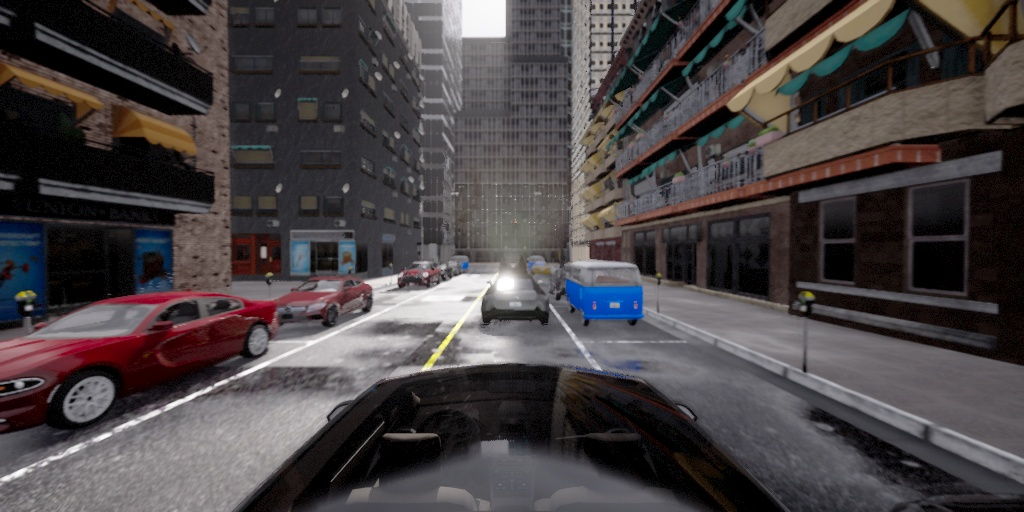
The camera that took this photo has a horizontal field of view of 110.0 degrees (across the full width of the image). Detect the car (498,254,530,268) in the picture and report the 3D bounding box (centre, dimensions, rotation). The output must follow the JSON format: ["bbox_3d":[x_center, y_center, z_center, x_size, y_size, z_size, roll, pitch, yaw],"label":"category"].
[{"bbox_3d":[0.086,0.834,28.952,2.150,2.045,5.566,0,0,0],"label":"car"}]

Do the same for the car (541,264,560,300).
[{"bbox_3d":[2.684,1.224,16.775,2.007,1.370,4.403,0,0,0],"label":"car"}]

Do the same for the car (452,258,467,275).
[{"bbox_3d":[-5.703,1.139,33.606,2.007,1.370,4.403,0,0,0],"label":"car"}]

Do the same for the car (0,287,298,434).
[{"bbox_3d":[-5.693,1.275,5.597,1.888,1.381,4.507,0,0,0],"label":"car"}]

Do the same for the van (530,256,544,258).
[{"bbox_3d":[2.676,0.902,39.182,1.690,1.789,3.998,0,0,0],"label":"van"}]

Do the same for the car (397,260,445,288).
[{"bbox_3d":[-5.699,1.084,22.403,1.967,1.591,4.097,0,0,0],"label":"car"}]

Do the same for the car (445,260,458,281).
[{"bbox_3d":[-5.701,1.182,28.004,1.948,1.339,4.313,0,0,0],"label":"car"}]

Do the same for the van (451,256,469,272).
[{"bbox_3d":[-5.705,0.901,39.208,1.690,1.789,3.998,0,0,0],"label":"van"}]

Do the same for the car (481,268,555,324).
[{"bbox_3d":[0.096,1.263,11.686,1.994,1.385,4.181,0,0,0],"label":"car"}]

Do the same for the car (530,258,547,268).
[{"bbox_3d":[2.678,1.114,33.750,1.751,1.417,4.829,0,0,0],"label":"car"}]

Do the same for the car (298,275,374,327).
[{"bbox_3d":[-5.695,1.283,11.199,1.802,1.307,4.207,0,0,0],"label":"car"}]

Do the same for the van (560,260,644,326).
[{"bbox_3d":[2.686,1.043,11.173,1.690,1.789,3.998,0,0,0],"label":"van"}]
